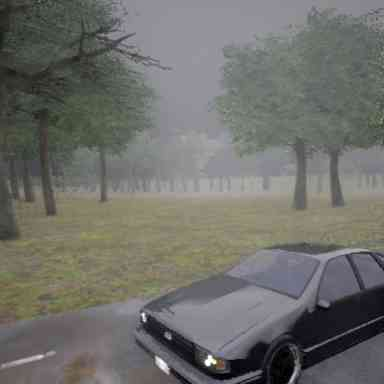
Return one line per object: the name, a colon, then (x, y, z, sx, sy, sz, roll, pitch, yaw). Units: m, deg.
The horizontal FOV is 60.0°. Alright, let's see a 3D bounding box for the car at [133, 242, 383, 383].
car: (1.840, 1.561, 5.275, 5.357, 1.411, 2.033, 0, 0, -35)
